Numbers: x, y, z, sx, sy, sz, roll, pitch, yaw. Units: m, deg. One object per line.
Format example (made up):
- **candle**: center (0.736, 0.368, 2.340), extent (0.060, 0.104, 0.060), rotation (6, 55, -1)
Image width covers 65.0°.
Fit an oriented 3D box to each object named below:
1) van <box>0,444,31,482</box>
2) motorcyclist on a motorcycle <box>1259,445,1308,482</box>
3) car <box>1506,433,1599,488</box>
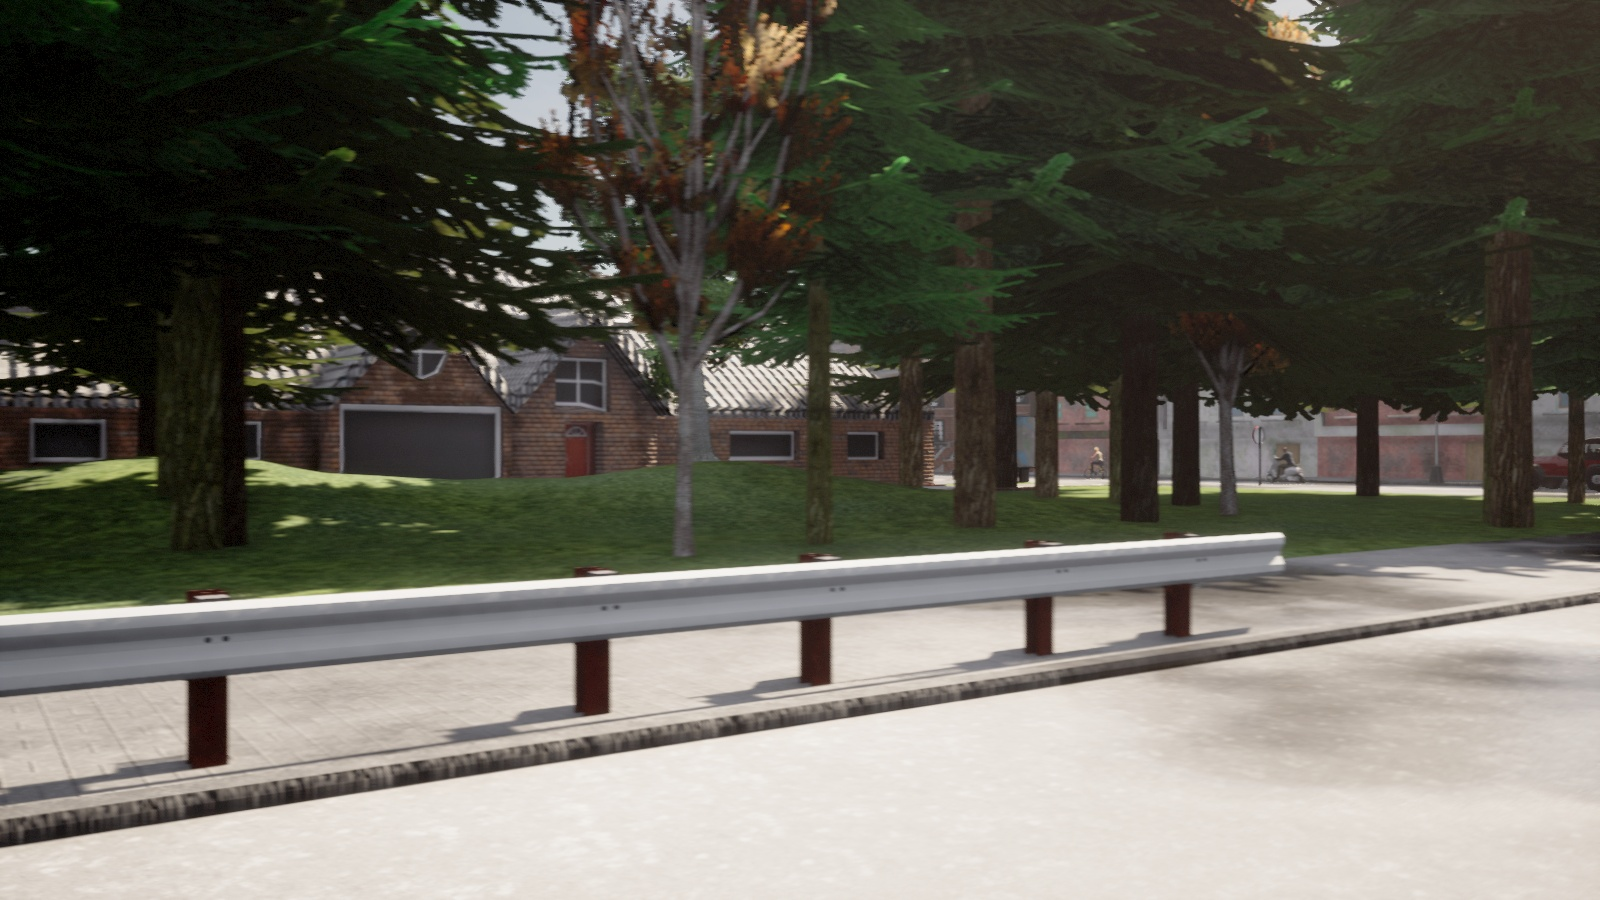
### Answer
- **van**: center (-44.984, 0.721, 68.744), extent (4.480, 2.038, 2.069), rotation (0, 1, -15)
- **motorcyclist on a motorcycle**: center (20.808, 0.568, 54.056), extent (0.866, 1.590, 1.817), rotation (0, 0, -35)
- **car**: center (27.447, 0.373, 44.404), extent (1.905, 1.878, 3.866), rotation (0, 0, -35)
